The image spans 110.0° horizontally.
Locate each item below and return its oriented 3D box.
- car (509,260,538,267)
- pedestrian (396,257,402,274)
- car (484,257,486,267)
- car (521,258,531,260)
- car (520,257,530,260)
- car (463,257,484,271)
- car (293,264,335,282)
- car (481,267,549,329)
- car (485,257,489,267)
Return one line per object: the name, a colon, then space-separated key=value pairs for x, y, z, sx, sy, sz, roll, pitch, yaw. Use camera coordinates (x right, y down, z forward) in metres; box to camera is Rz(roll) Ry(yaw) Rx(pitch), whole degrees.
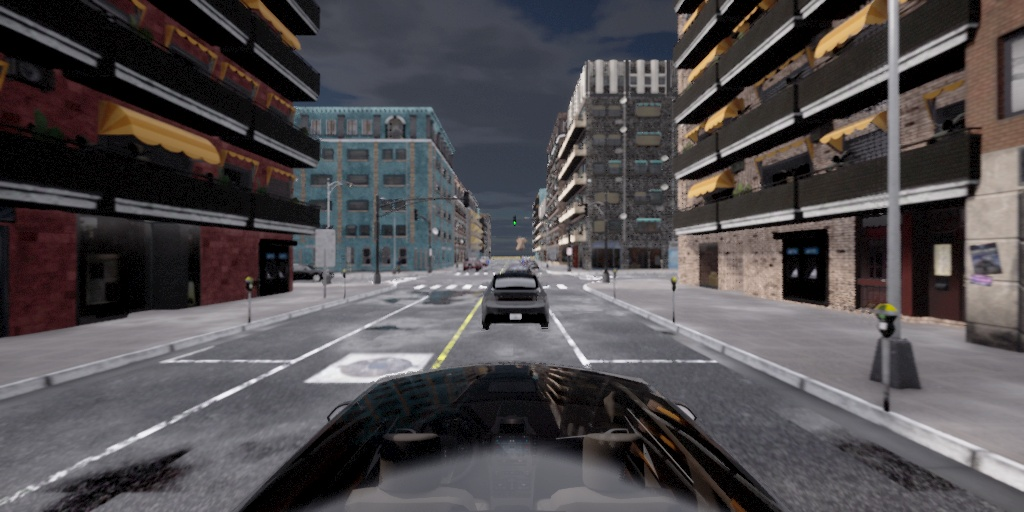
car: x=0.633 y=1.236 z=22.943 sx=2.128 sy=1.511 sz=4.902 roll=-1 pitch=0 yaw=8
pedestrian: x=-12.171 y=1.033 z=38.657 sx=0.375 sy=1.860 sz=0.375 roll=0 pitch=1 yaw=0
car: x=-5.342 y=1.284 z=53.462 sx=1.888 sy=1.381 sz=4.507 roll=0 pitch=0 yaw=0
car: x=2.541 y=1.308 z=47.915 sx=1.948 sy=1.339 sz=4.313 roll=0 pitch=0 yaw=0
car: x=2.535 y=1.318 z=59.019 sx=1.802 sy=1.307 sz=4.207 roll=0 pitch=0 yaw=0
car: x=-5.340 y=1.057 z=47.910 sx=2.192 sy=1.841 sz=5.009 roll=0 pitch=0 yaw=0
car: x=-17.664 y=1.423 z=30.335 sx=5.008 sy=1.535 sz=1.882 roll=-1 pitch=0 yaw=0
car: x=0.092 y=1.255 z=11.311 sx=1.837 sy=1.490 sz=4.892 roll=0 pitch=0 yaw=0
car: x=-5.348 y=1.277 z=64.567 sx=1.888 sy=1.381 sz=4.507 roll=0 pitch=0 yaw=0
